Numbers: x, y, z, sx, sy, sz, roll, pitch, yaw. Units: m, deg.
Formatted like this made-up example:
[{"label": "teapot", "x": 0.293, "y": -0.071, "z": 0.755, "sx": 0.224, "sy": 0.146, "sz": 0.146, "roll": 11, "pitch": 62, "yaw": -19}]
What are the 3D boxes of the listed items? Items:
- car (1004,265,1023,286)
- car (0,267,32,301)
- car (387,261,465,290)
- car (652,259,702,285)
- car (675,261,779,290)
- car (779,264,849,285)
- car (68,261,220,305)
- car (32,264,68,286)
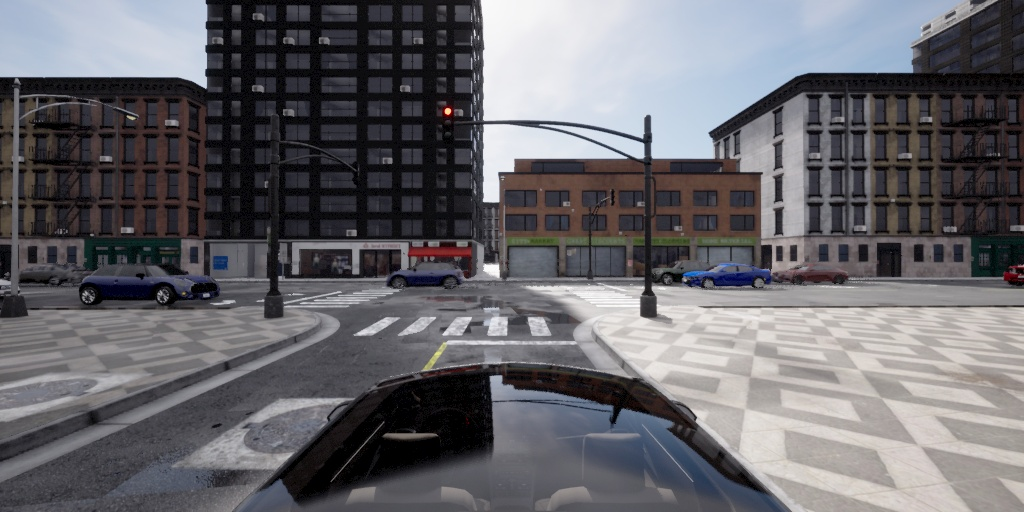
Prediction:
[{"label": "car", "x": 34.207, "y": 0.914, "z": 22.127, "sx": 5.566, "sy": 2.045, "sz": 2.150, "roll": 0, "pitch": 0, "yaw": 0}, {"label": "car", "x": -24.098, "y": 1.279, "z": 15.251, "sx": 4.674, "sy": 1.442, "sz": 1.812, "roll": 0, "pitch": 0, "yaw": 0}, {"label": "car", "x": -5.250, "y": 1.123, "z": 22.012, "sx": 4.553, "sy": 1.767, "sz": 2.097, "roll": 0, "pitch": 0, "yaw": 0}, {"label": "car", "x": 11.965, "y": 1.117, "z": 25.316, "sx": 4.553, "sy": 1.767, "sz": 2.097, "roll": 0, "pitch": 0, "yaw": 0}, {"label": "car", "x": 13.119, "y": 1.213, "z": 22.058, "sx": 5.008, "sy": 1.535, "sz": 1.882, "roll": -1, "pitch": 0, "yaw": -2}, {"label": "car", "x": 21.006, "y": 1.272, "z": 25.327, "sx": 4.674, "sy": 1.442, "sz": 1.812, "roll": 0, "pitch": 0, "yaw": 0}, {"label": "car", "x": -15.217, "y": 1.088, "z": 15.257, "sx": 4.553, "sy": 1.767, "sz": 2.097, "roll": 0, "pitch": 0, "yaw": 1}, {"label": "car", "x": -32.380, "y": 1.340, "z": 25.176, "sx": 4.902, "sy": 1.511, "sz": 2.128, "roll": 0, "pitch": 0, "yaw": 0}]
